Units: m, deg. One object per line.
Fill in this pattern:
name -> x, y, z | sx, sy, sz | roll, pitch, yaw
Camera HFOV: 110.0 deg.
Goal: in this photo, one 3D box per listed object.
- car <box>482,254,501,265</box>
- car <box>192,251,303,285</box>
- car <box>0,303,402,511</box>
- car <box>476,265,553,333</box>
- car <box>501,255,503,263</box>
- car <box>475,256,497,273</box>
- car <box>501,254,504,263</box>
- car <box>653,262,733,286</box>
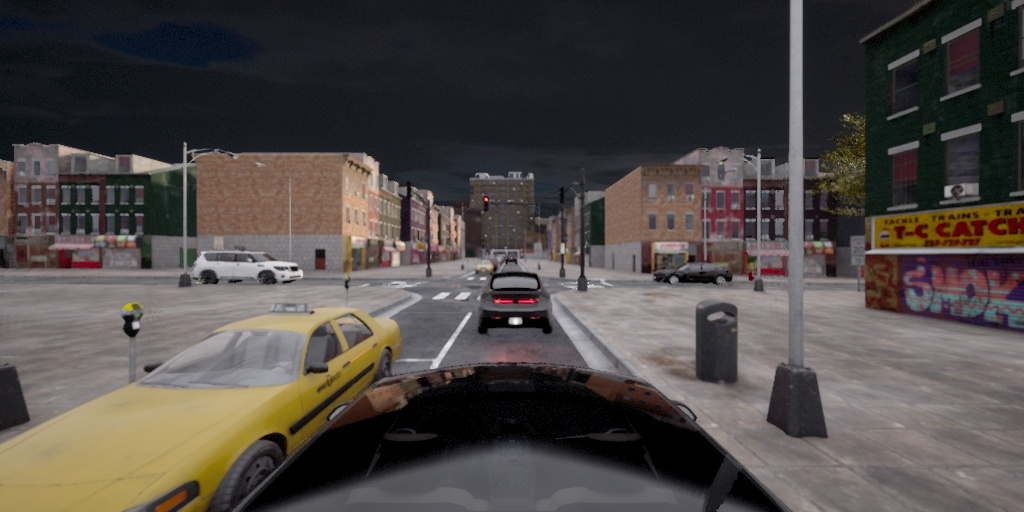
car -> -2.715, 0.768, 41.605 | 2.192, 1.841, 5.009 | 0, 0, 0
car -> -15.579, 0.708, 21.255 | 5.566, 2.045, 2.150 | 0, 0, 0
car -> -2.642, 1.255, 4.037 | 1.751, 1.417, 4.829 | 0, 0, 0
car -> 0.079, 1.184, 10.415 | 1.837, 1.490, 4.892 | 0, 0, 0
car -> -2.736, 0.934, 52.493 | 2.007, 1.370, 4.403 | 0, 0, 0
car -> -2.704, 1.015, 35.993 | 1.751, 1.417, 4.829 | 0, 0, 0
car -> -2.757, 0.844, 63.211 | 1.751, 1.417, 4.829 | 0, 0, 0
car -> 12.237, 1.202, 24.407 | 5.008, 1.535, 1.882 | 0, 0, 0
